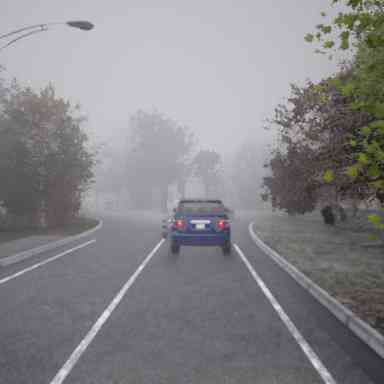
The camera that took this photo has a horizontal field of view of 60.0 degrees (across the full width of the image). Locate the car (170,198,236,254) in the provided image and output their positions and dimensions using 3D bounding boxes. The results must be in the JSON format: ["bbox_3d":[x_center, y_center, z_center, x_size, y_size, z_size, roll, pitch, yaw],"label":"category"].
[{"bbox_3d":[0.367,1.247,13.674,2.150,2.045,5.566,0,0,2],"label":"car"}]

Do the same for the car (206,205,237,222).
[{"bbox_3d":[2.898,1.930,31.562,2.033,1.411,5.357,-1,-2,15],"label":"car"}]
